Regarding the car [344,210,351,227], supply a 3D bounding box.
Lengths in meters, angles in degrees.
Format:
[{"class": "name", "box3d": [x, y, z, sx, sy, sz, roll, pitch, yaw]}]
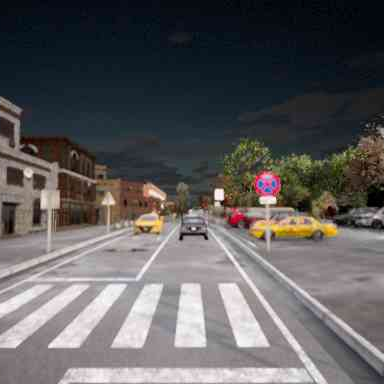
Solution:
[{"class": "car", "box3d": [18.471, 2.826, 33.949, 4.892, 1.521, 2.231, 0, -3, -1]}]

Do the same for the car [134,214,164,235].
[{"class": "car", "box3d": [-3.355, 2.531, 26.487, 1.882, 1.535, 5.008, 0, -3, 0]}]

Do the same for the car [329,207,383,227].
[{"class": "car", "box3d": [18.418, 2.731, 36.629, 5.566, 2.045, 2.435, 0, -3, -1]}]

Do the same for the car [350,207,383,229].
[{"class": "car", "box3d": [18.478, 2.413, 31.176, 5.566, 2.045, 2.435, 0, -3, -1]}]

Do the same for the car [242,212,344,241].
[{"class": "car", "box3d": [6.123, 2.191, 20.569, 5.366, 1.575, 1.946, 0, -3, 0]}]

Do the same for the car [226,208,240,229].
[{"class": "car", "box3d": [6.250, 2.558, 32.714, 5.566, 2.045, 2.435, 0, -3, -1]}]

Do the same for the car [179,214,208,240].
[{"class": "car", "box3d": [0.097, 2.385, 22.530, 2.033, 1.411, 5.357, 0, -3, 0]}]

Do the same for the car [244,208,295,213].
[{"class": "car", "box3d": [6.319, 2.201, 23.491, 4.553, 1.767, 2.185, 0, -3, 0]}]

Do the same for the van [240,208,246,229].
[{"class": "van", "box3d": [6.384, 2.253, 26.530, 4.442, 1.987, 1.878, 0, -3, 0]}]

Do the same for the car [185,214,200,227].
[{"class": "car", "box3d": [0.065, 3.448, 40.901, 1.812, 1.442, 4.674, 0, -4, 0]}]

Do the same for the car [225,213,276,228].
[{"class": "car", "box3d": [6.195, 2.980, 35.612, 5.008, 1.535, 2.097, 0, -3, -1]}]

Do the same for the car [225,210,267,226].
[{"class": "car", "box3d": [6.188, 3.034, 38.650, 4.553, 1.767, 2.185, 0, -3, -1]}]
